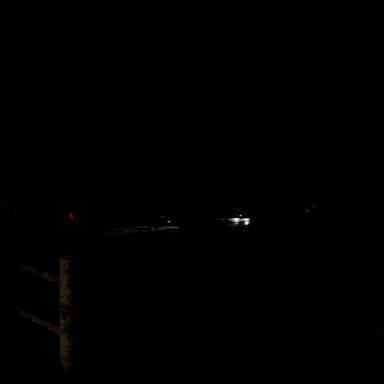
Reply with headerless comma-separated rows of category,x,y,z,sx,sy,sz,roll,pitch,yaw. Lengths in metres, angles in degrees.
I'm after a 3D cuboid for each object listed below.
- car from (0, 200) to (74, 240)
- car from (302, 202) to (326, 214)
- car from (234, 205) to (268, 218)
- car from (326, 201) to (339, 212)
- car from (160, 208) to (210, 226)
car,-8.486,1.402,16.250,2.150,2.045,5.566,-1,-2,32
car,16.822,2.342,46.497,1.812,1.442,4.674,-1,-1,36
car,6.725,2.169,37.600,2.033,1.411,5.357,-1,-1,37
car,22.583,2.336,54.415,2.097,1.767,4.553,-1,-1,37
car,-0.503,2.016,27.690,1.895,1.301,4.718,-1,-1,36
